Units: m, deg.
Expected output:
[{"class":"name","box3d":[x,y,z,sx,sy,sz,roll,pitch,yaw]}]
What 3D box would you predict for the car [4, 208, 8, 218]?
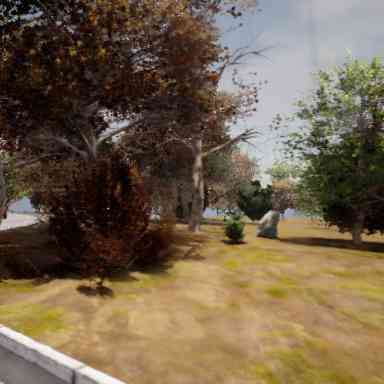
[{"class":"car","box3d":[-17.299,1.523,29.006,1.812,1.442,4.674,1,0,-35]}]
